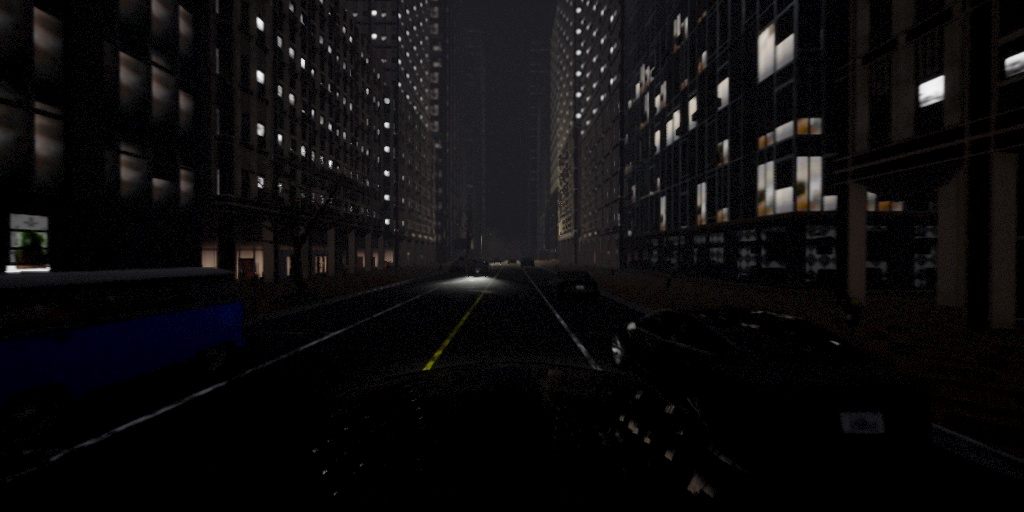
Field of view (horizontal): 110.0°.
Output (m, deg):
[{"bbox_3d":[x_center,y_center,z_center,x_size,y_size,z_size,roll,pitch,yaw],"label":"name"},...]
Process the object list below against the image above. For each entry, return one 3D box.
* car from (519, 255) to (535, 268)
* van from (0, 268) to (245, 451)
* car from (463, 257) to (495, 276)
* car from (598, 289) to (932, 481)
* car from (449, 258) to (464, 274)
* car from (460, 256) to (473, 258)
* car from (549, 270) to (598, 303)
[{"bbox_3d":[2.408,0.895,56.312,2.097,1.767,4.553,0,0,0],"label":"car"},{"bbox_3d":[-5.690,1.080,4.836,1.690,1.789,3.998,0,0,0],"label":"van"},{"bbox_3d":[-3.081,1.126,34.666,2.128,1.511,4.902,0,0,0],"label":"car"},{"bbox_3d":[2.691,1.306,4.829,1.948,1.339,4.313,0,0,0],"label":"car"},{"bbox_3d":[-5.677,1.161,39.025,1.888,1.381,4.507,0,0,0],"label":"car"},{"bbox_3d":[-5.674,0.907,44.724,2.192,1.841,5.009,0,0,0],"label":"car"},{"bbox_3d":[2.695,1.267,16.225,1.948,1.339,4.313,0,0,0],"label":"car"}]
